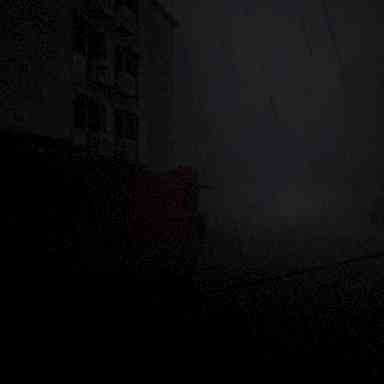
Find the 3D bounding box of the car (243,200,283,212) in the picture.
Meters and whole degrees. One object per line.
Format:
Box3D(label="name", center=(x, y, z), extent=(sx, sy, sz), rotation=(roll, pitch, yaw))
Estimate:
Box3D(label="car", center=(8.059, 1.601, 37.887), extent=(1.895, 1.301, 4.718), rotation=(0, 0, -36))
